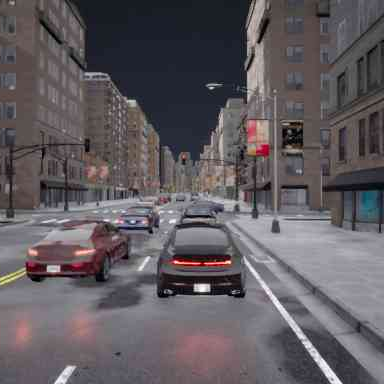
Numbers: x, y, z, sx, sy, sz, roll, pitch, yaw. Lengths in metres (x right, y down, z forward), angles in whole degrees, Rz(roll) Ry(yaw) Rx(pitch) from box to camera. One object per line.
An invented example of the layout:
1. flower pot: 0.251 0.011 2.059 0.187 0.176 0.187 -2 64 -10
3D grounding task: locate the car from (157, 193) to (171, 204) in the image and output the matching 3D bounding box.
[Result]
1. car: -5.996 1.181 64.806 2.150 2.045 5.566 0 0 1

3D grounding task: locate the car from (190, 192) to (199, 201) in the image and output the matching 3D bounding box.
1. car: 0.708 1.159 85.701 2.150 2.045 5.566 0 0 0

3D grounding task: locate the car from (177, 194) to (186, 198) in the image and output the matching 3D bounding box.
1. car: -2.620 1.492 75.696 1.994 1.385 4.181 0 0 0

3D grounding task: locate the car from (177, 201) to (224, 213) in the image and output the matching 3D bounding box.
1. car: 0.291 1.490 17.896 2.128 1.511 4.902 0 0 -1

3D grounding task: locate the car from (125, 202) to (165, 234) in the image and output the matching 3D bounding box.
1. car: -2.958 1.545 19.203 2.033 1.411 5.357 0 0 0

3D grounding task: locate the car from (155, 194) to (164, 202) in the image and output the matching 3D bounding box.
1. car: -6.124 1.497 54.145 1.812 1.442 4.674 0 0 1

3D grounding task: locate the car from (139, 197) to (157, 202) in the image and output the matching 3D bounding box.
1. car: -6.211 1.581 44.134 1.895 1.301 4.718 0 0 0

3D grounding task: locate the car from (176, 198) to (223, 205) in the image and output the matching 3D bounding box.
1. car: 0.855 1.554 33.225 4.674 1.442 1.812 0 0 0

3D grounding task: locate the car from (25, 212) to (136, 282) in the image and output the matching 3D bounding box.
1. car: -3.026 1.526 9.636 1.812 1.442 4.674 0 0 1

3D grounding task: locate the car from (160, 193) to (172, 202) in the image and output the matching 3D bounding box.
1. car: -5.871 1.169 75.499 2.150 2.045 5.566 0 0 0

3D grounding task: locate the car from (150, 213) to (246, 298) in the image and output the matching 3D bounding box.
1. car: 0.205 1.506 8.500 1.837 1.490 4.892 0 0 0

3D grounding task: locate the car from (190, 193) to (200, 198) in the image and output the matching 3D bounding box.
1. car: 0.661 1.483 67.068 1.812 1.442 4.674 0 0 0

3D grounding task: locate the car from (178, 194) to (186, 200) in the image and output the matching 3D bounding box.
1. car: -2.542 1.244 85.699 1.882 1.535 5.008 0 0 0
